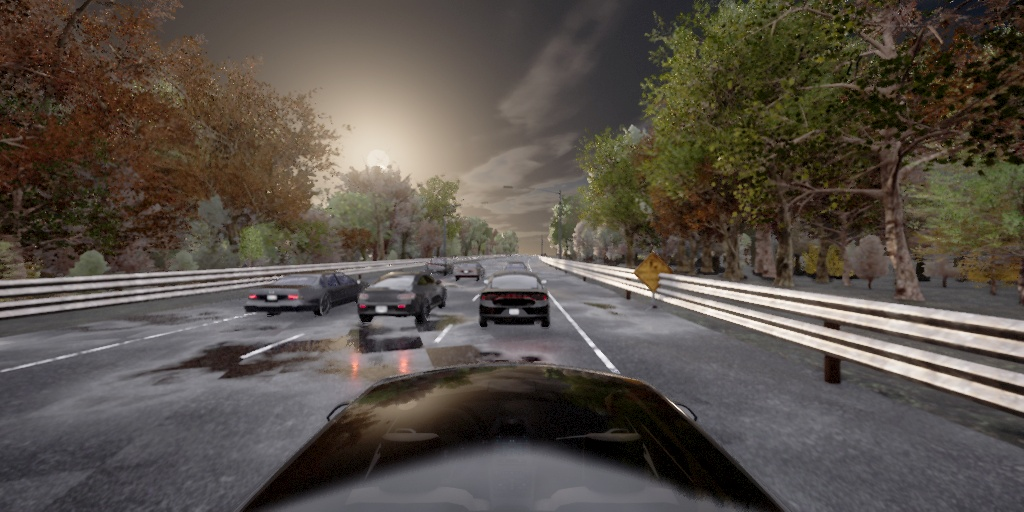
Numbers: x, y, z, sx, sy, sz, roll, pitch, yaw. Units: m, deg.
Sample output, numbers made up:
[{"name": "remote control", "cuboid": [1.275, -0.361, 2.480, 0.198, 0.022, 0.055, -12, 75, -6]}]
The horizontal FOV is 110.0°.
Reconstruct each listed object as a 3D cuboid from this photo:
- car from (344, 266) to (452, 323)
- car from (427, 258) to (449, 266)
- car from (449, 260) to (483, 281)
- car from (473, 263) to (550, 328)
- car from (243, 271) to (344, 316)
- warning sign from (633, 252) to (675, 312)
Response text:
[{"name": "car", "cuboid": [-3.397, 1.219, 11.719, 1.812, 1.442, 4.674, 0, 0, 1]}, {"name": "car", "cuboid": [-6.518, 0.956, 33.074, 2.128, 1.511, 4.902, 10, 2, 1]}, {"name": "car", "cuboid": [-3.193, 1.143, 27.964, 2.033, 1.411, 5.357, 0, 0, 1]}, {"name": "car", "cuboid": [0.095, 1.174, 11.181, 1.882, 1.535, 5.008, 0, 1, 1]}, {"name": "car", "cuboid": [-6.916, 1.237, 12.923, 2.033, 1.411, 5.357, 0, 0, 1]}, {"name": "warning sign", "cuboid": [4.591, 0.808, 11.606, 1.300, 1.860, 1.060, 0, 0, 0]}]
